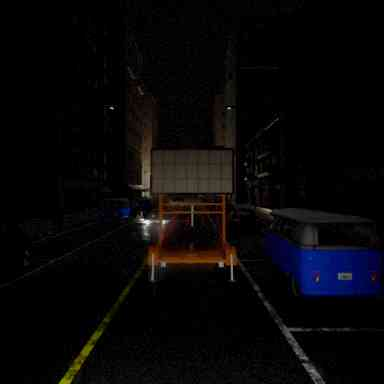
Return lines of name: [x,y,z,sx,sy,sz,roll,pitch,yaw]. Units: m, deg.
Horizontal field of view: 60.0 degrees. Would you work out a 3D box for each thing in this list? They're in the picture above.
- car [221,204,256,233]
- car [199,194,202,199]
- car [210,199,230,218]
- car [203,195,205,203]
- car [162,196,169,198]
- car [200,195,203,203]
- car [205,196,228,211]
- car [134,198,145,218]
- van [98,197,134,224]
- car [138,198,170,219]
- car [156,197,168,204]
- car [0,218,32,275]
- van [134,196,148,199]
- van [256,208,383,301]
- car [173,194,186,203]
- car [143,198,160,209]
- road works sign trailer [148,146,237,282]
car: [2.876,1.581,19.069,1.802,1.307,4.206,0,0,0]
car: [2.925,1.576,68.581,1.947,1.339,4.313,0,0,0]
car: [2.887,1.581,30.071,1.802,1.307,4.206,0,0,0]
car: [2.903,1.442,46.576,1.967,1.590,4.097,0,0,0]
car: [-5.611,1.571,57.587,1.947,1.339,4.313,0,0,0]
car: [2.914,1.556,57.578,2.008,1.369,4.403,0,0,0]
car: [2.892,1.315,35.572,2.192,1.841,5.009,0,0,0]
car: [-5.639,1.550,30.080,2.008,1.369,4.403,0,0,0]
van: [-5.645,1.340,24.580,1.690,1.788,3.998,0,0,0]
car: [-3.071,1.546,29.082,2.033,1.411,5.357,0,0,0]
car: [-5.606,1.590,63.088,1.802,1.307,4.206,0,0,0]
car: [-5.661,1.439,8.075,1.967,1.590,4.097,0,0,0]
van: [-5.634,1.340,35.581,1.690,1.788,3.998,0,0,0]
van: [2.864,1.340,8.066,1.690,1.788,3.998,0,0,0]
car: [-2.927,1.236,71.824,2.150,2.045,5.566,0,0,0]
car: [-5.622,1.584,46.584,1.802,1.307,4.206,0,0,0]
road works sign trailer: [0.010,0.464,9.747,2.380,3.560,2.880,0,0,0]
